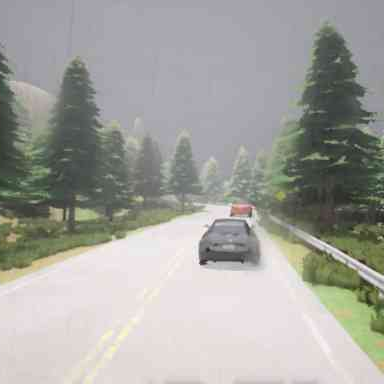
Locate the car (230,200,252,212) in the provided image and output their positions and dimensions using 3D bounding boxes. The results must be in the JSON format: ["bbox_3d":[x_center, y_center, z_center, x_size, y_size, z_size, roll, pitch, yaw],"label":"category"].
[{"bbox_3d":[5.164,1.583,34.533,2.097,1.767,4.553,0,0,11],"label":"car"}]

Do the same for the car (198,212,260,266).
[{"bbox_3d":[1.357,1.639,11.987,1.994,1.385,4.181,0,0,7],"label":"car"}]
